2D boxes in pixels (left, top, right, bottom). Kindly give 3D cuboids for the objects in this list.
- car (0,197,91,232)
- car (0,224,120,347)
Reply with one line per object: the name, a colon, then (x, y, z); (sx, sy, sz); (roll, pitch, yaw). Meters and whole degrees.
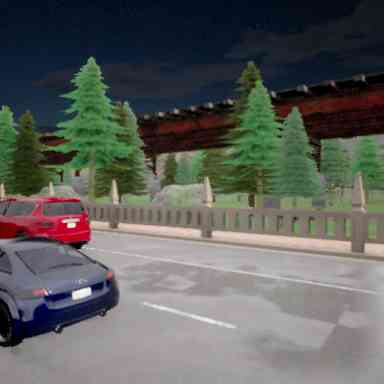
car: (-6.241, 1.214, 12.744); (5.566, 2.045, 2.150); (0, 0, 36)
car: (-3.359, 1.560, 6.387); (4.181, 1.385, 1.994); (0, 0, 36)
